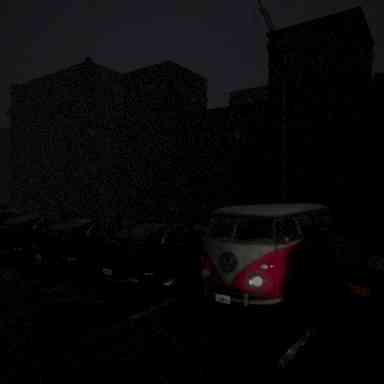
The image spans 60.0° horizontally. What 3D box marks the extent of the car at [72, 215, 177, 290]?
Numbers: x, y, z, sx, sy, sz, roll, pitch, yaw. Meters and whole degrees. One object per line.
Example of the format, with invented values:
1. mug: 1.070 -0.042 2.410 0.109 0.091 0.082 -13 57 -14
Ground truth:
1. car: -0.464 1.482 9.275 2.231 1.521 4.892 0 0 35

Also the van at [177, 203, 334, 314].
1. van: 1.818 1.254 7.512 1.878 1.987 4.442 0 0 36

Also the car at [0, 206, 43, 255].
1. car: -7.198 1.492 14.075 2.231 1.521 4.892 0 0 35

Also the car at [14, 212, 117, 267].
1. car: -2.708 1.485 10.874 2.231 1.521 4.892 0 0 35

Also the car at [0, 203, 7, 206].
1. car: -9.458 1.371 15.655 2.185 1.767 4.553 0 0 35

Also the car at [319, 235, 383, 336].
1. car: 4.029 1.520 6.077 2.002 1.452 4.674 0 0 35
